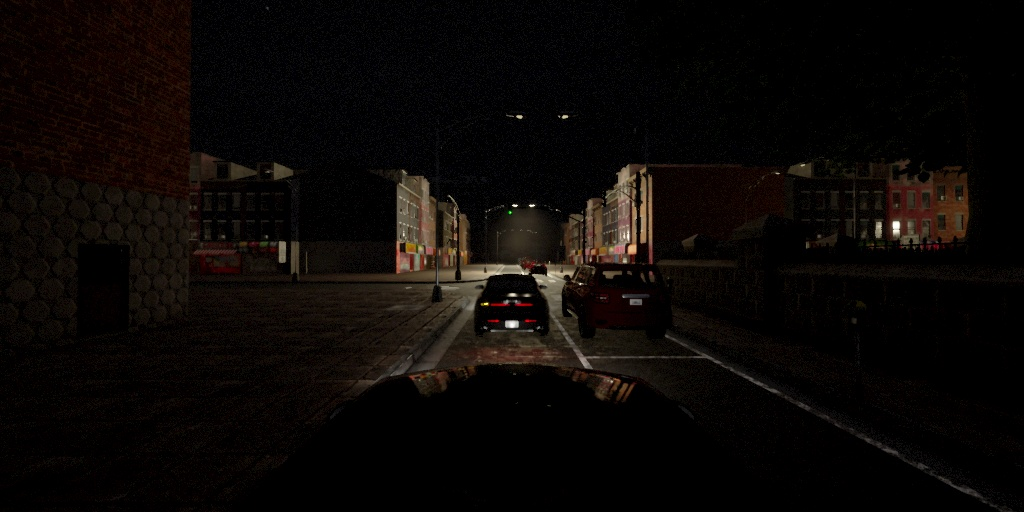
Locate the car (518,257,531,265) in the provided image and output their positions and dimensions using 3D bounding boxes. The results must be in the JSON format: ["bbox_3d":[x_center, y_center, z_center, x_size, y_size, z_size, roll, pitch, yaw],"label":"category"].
[{"bbox_3d":[2.567,1.154,58.207,2.192,1.841,5.009,0,0,0],"label":"car"}]

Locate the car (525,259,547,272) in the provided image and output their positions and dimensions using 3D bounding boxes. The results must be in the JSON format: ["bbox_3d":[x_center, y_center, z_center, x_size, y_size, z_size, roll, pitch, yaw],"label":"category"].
[{"bbox_3d":[2.595,1.332,36.458,1.888,1.381,4.507,0,0,0],"label":"car"}]

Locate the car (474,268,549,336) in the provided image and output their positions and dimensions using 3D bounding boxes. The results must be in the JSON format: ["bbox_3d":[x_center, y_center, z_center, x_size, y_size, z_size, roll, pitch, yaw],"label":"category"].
[{"bbox_3d":[-0.021,1.259,10.406,1.837,1.490,4.892,0,0,-1],"label":"car"}]

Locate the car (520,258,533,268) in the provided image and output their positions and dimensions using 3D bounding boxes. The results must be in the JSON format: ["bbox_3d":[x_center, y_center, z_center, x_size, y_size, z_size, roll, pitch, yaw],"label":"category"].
[{"bbox_3d":[2.574,1.370,52.770,1.888,1.381,4.507,0,0,0],"label":"car"}]

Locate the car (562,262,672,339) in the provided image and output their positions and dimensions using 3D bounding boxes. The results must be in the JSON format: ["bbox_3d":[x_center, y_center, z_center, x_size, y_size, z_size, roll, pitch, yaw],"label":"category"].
[{"bbox_3d":[2.628,1.068,10.029,2.192,1.841,5.009,0,0,0],"label":"car"}]
